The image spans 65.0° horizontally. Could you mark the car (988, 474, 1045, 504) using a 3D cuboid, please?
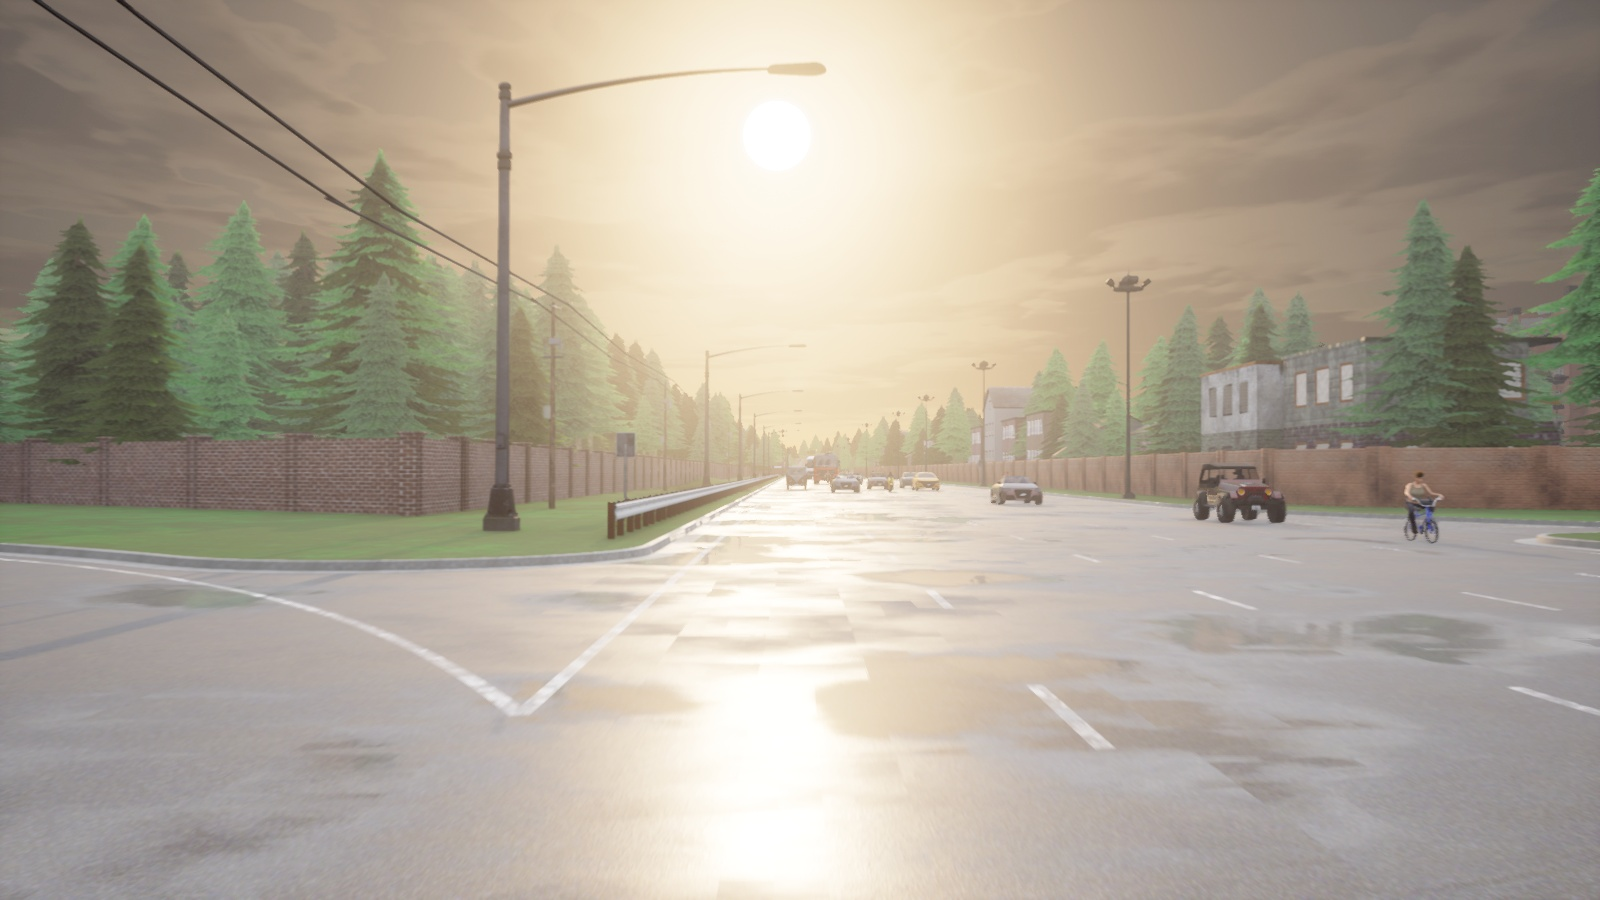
[{"bbox_3d":[10.353,1.845,60.391,1.994,1.385,4.181,0,-1,0],"label":"car"}]

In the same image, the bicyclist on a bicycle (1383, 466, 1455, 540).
[{"bbox_3d":[13.935,1.168,28.303,0.866,1.612,1.509,0,-1,0],"label":"bicyclist on a bicycle"}]

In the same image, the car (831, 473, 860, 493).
[{"bbox_3d":[3.278,2.389,91.246,1.994,1.385,4.181,0,-1,0],"label":"car"}]

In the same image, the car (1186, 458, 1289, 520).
[{"bbox_3d":[13.901,1.225,40.133,1.905,1.878,3.866,0,-1,0],"label":"car"}]
